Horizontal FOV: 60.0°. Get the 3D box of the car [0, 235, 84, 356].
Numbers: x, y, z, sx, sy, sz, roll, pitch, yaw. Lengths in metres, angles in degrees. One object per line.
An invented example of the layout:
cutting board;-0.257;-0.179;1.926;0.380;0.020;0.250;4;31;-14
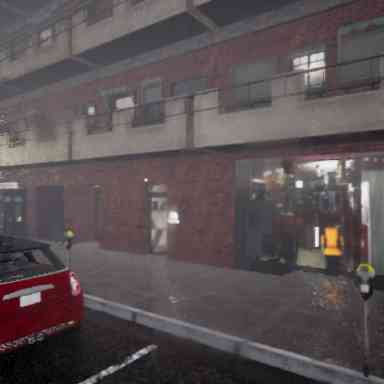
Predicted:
car;-3.705;1.440;5.520;4.097;1.590;1.967;0;0;35
